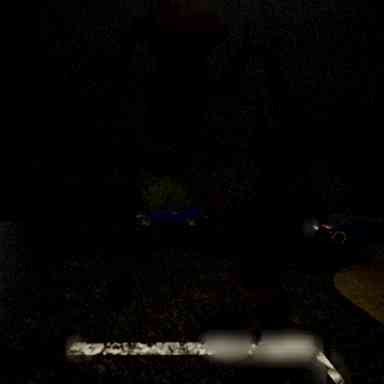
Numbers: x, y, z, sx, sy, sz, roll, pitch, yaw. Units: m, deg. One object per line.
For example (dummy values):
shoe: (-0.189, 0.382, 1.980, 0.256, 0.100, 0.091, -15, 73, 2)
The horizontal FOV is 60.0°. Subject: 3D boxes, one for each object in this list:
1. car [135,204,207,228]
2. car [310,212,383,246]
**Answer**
car: (-1.342, 1.511, 21.726, 4.674, 1.442, 1.812, 0, 0, -1)
car: (7.552, 1.592, 14.938, 4.181, 1.385, 1.994, 0, 0, -2)
